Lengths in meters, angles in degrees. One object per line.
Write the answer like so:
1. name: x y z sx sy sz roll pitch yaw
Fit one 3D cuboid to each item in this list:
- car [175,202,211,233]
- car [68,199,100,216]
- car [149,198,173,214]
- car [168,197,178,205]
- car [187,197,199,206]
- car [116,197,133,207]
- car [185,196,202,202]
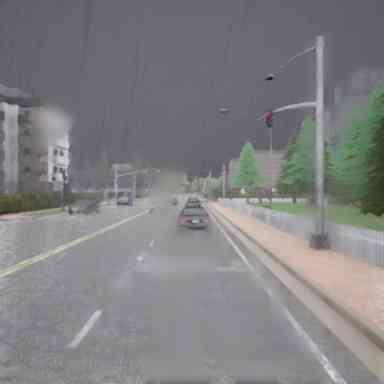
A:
1. car: 0.120 1.553 19.465 2.033 1.411 5.357 0 0 0
2. car: -10.658 1.496 33.064 2.128 1.511 4.902 0 0 2
3. car: -3.363 1.610 35.701 1.895 1.301 4.718 0 0 0
4. car: -3.327 1.562 55.217 2.033 1.411 5.357 0 0 0
5. car: 0.173 1.519 55.879 1.837 1.490 4.892 0 -1 0
6. car: -10.473 1.488 51.997 1.882 1.535 5.008 0 0 1
7. car: 0.150 1.502 40.115 2.128 1.511 4.902 0 0 0
